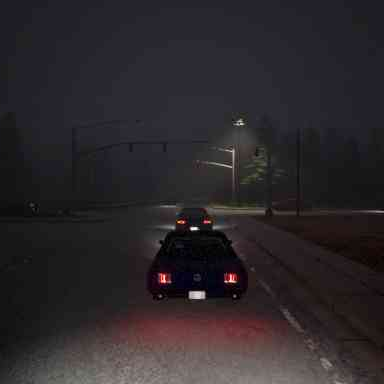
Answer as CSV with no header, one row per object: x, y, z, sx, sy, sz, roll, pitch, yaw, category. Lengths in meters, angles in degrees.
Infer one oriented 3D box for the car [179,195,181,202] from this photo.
-3.548,1.522,63.809,1.994,1.385,4.181,0,0,1,car

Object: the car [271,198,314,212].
11.392,1.474,38.151,5.008,1.535,1.882,0,0,1,car

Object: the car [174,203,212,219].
0.100,1.511,17.354,1.812,1.442,4.674,0,0,0,car

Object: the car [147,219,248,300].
0.099,1.596,8.299,1.895,1.301,4.718,0,0,0,car

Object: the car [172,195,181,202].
-3.418,1.428,74.114,1.882,1.535,5.008,0,0,1,car

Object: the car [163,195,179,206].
-3.591,1.528,54.541,1.994,1.385,4.181,0,0,0,car

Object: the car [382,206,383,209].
24.131,1.556,37.919,4.181,1.385,1.994,0,0,1,car

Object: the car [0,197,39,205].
-18.340,1.363,34.987,4.553,1.767,2.097,0,0,1,car
